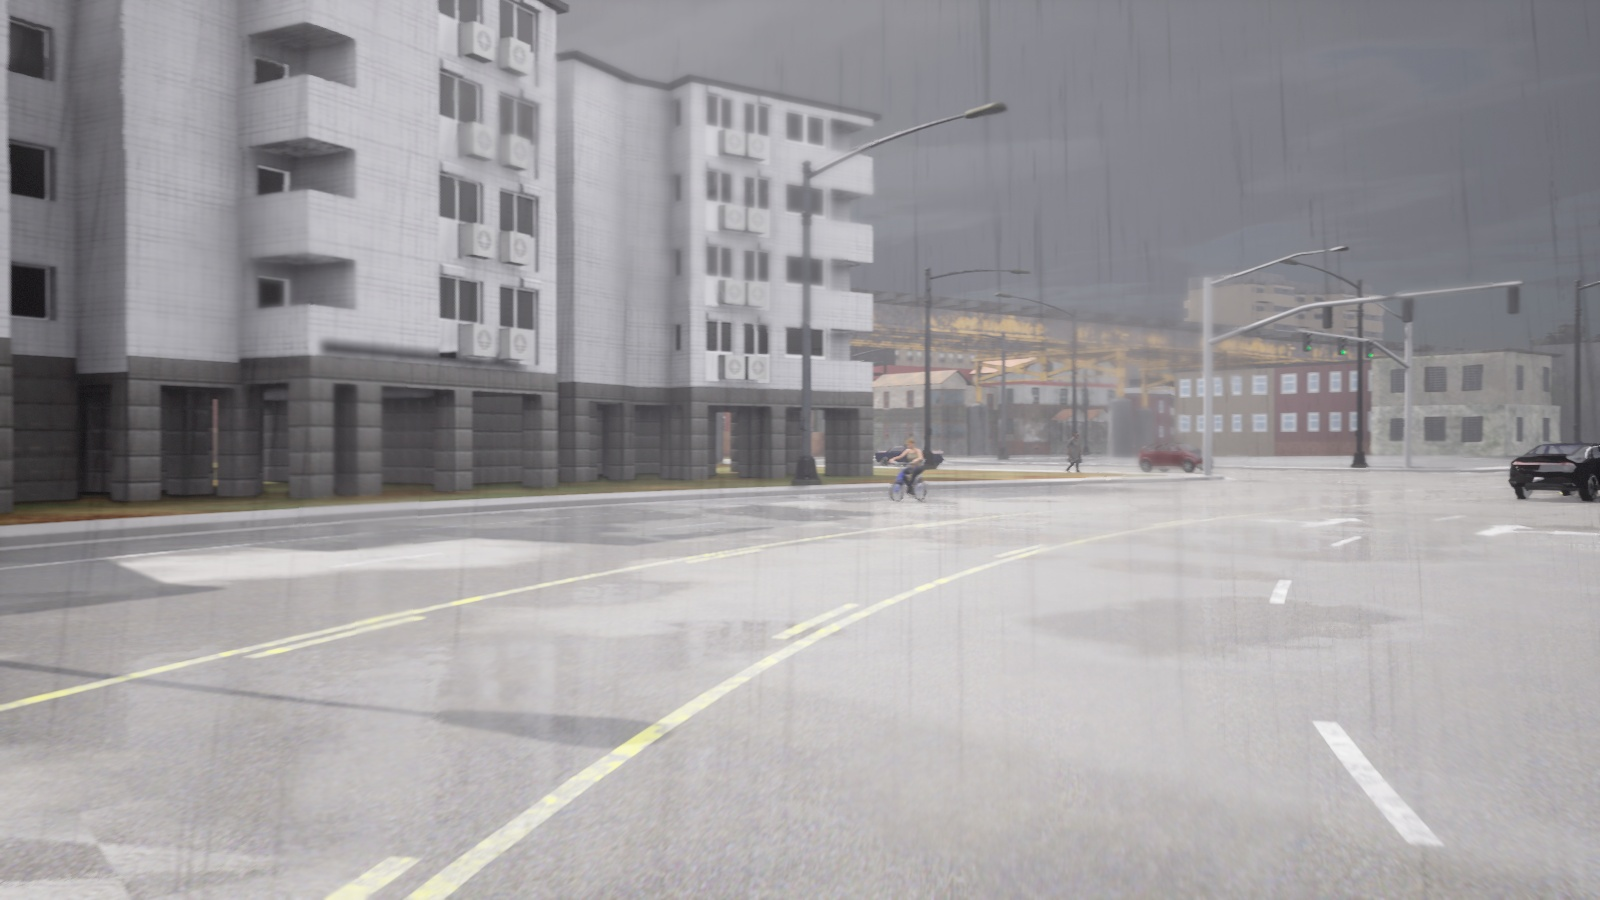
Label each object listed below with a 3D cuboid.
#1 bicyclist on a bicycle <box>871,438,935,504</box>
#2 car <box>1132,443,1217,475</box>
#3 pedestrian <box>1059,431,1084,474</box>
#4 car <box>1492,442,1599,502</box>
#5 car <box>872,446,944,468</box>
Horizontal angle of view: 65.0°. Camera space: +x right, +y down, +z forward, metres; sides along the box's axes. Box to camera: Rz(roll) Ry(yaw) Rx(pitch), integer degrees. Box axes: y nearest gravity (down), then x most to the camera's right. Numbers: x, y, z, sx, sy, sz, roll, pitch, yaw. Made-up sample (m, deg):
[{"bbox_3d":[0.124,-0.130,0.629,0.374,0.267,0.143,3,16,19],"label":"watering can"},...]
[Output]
[{"bbox_3d":[2.604,0.509,31.619,0.866,1.612,1.509,1,1,41],"label":"bicyclist on a bicycle"},{"bbox_3d":[18.647,0.409,62.670,1.789,1.549,3.705,0,0,-38],"label":"car"},{"bbox_3d":[12.389,0.110,57.266,0.659,1.952,0.873,0,0,-38],"label":"pedestrian"},{"bbox_3d":[20.810,0.553,33.704,4.902,1.511,2.128,0,0,-38],"label":"car"},{"bbox_3d":[6.647,0.420,77.811,1.895,1.301,4.718,0,0,-35],"label":"car"}]
